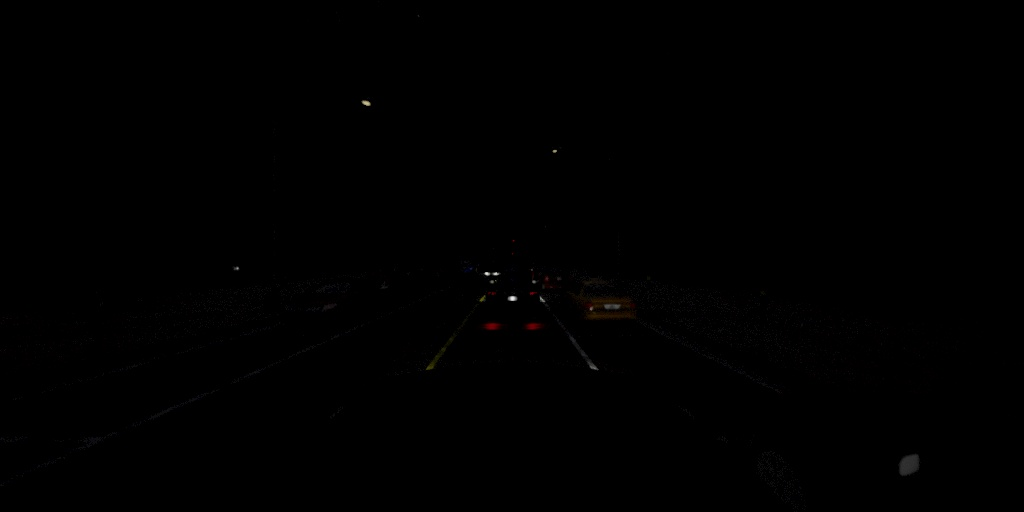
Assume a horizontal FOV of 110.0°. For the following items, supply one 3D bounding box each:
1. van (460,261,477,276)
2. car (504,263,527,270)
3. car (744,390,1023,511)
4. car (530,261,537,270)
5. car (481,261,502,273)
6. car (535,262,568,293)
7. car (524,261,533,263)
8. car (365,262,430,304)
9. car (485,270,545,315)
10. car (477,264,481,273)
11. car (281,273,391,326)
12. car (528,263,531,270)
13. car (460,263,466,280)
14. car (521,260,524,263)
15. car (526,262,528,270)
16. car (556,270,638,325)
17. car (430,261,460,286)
[{"bbox_3d":[-5.778,1.521,44.552,1.690,1.789,3.998,0,0,0],"label":"van"},{"bbox_3d":[0.042,1.556,29.913,1.812,1.442,4.674,0,0,0],"label":"car"},{"bbox_3d":[2.762,1.290,1.143,1.888,1.381,4.507,0,0,0],"label":"car"},{"bbox_3d":[2.753,1.453,28.266,1.967,1.591,4.097,0,0,0],"label":"car"},{"bbox_3d":[-3.083,1.838,55.400,2.033,1.411,5.357,0,-1,0],"label":"car"},{"bbox_3d":[2.755,1.398,22.841,1.967,1.591,4.097,0,0,0],"label":"car"},{"bbox_3d":[2.747,1.706,44.710,1.751,1.417,4.829,0,0,0],"label":"car"},{"bbox_3d":[-5.769,1.218,17.424,2.192,1.841,5.009,0,0,0],"label":"car"},{"bbox_3d":[0.040,1.437,14.228,1.994,1.385,4.181,0,0,1],"label":"car"},{"bbox_3d":[-5.780,1.675,49.979,1.967,1.591,4.097,0,0,0],"label":"car"},{"bbox_3d":[-5.767,1.432,11.999,1.802,1.307,4.207,0,0,0],"label":"car"},{"bbox_3d":[2.750,1.614,33.691,1.888,1.381,4.507,0,0,0],"label":"car"},{"bbox_3d":[-5.774,1.614,33.701,1.888,1.381,4.507,0,0,0],"label":"car"},{"bbox_3d":[2.745,1.551,49.966,2.192,1.841,5.009,0,0,0],"label":"car"},{"bbox_3d":[2.749,1.676,39.115,2.007,1.370,4.403,0,0,0],"label":"car"},{"bbox_3d":[2.758,1.376,12.162,1.751,1.417,4.829,0,0,0],"label":"car"},{"bbox_3d":[-5.772,1.328,28.275,2.192,1.841,5.009,0,0,0],"label":"car"}]
